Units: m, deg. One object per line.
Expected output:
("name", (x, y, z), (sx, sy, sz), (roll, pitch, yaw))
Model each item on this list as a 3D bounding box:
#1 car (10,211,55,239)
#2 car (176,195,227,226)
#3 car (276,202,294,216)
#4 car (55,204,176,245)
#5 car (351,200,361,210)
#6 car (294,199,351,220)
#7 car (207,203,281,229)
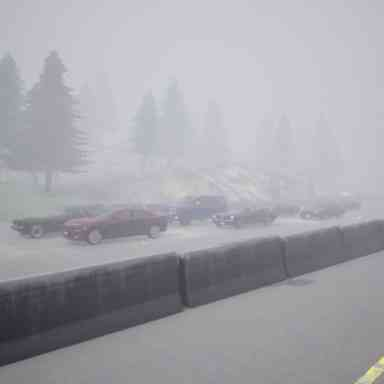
("car", (-6.739, 1.553, 17.363), (4.718, 1.301, 1.895), (0, 0, -42))
("car", (0.293, 1.218, 23.687), (5.566, 2.045, 2.150), (0, 0, -42))
("car", (7.945, 1.606, 30.528), (4.718, 1.301, 1.895), (0, 0, -42))
("car", (-3.443, 1.451, 15.624), (5.008, 1.535, 1.882), (0, 0, -42))
("car", (18.183, 1.551, 39.586), (4.718, 1.301, 1.895), (0, 1, -41))
("car", (11.415, 1.566, 28.933), (5.357, 1.411, 2.033), (0, 0, -42))
("car", (3.508, 1.618, 21.870), (4.718, 1.301, 1.895), (0, 0, -42))
